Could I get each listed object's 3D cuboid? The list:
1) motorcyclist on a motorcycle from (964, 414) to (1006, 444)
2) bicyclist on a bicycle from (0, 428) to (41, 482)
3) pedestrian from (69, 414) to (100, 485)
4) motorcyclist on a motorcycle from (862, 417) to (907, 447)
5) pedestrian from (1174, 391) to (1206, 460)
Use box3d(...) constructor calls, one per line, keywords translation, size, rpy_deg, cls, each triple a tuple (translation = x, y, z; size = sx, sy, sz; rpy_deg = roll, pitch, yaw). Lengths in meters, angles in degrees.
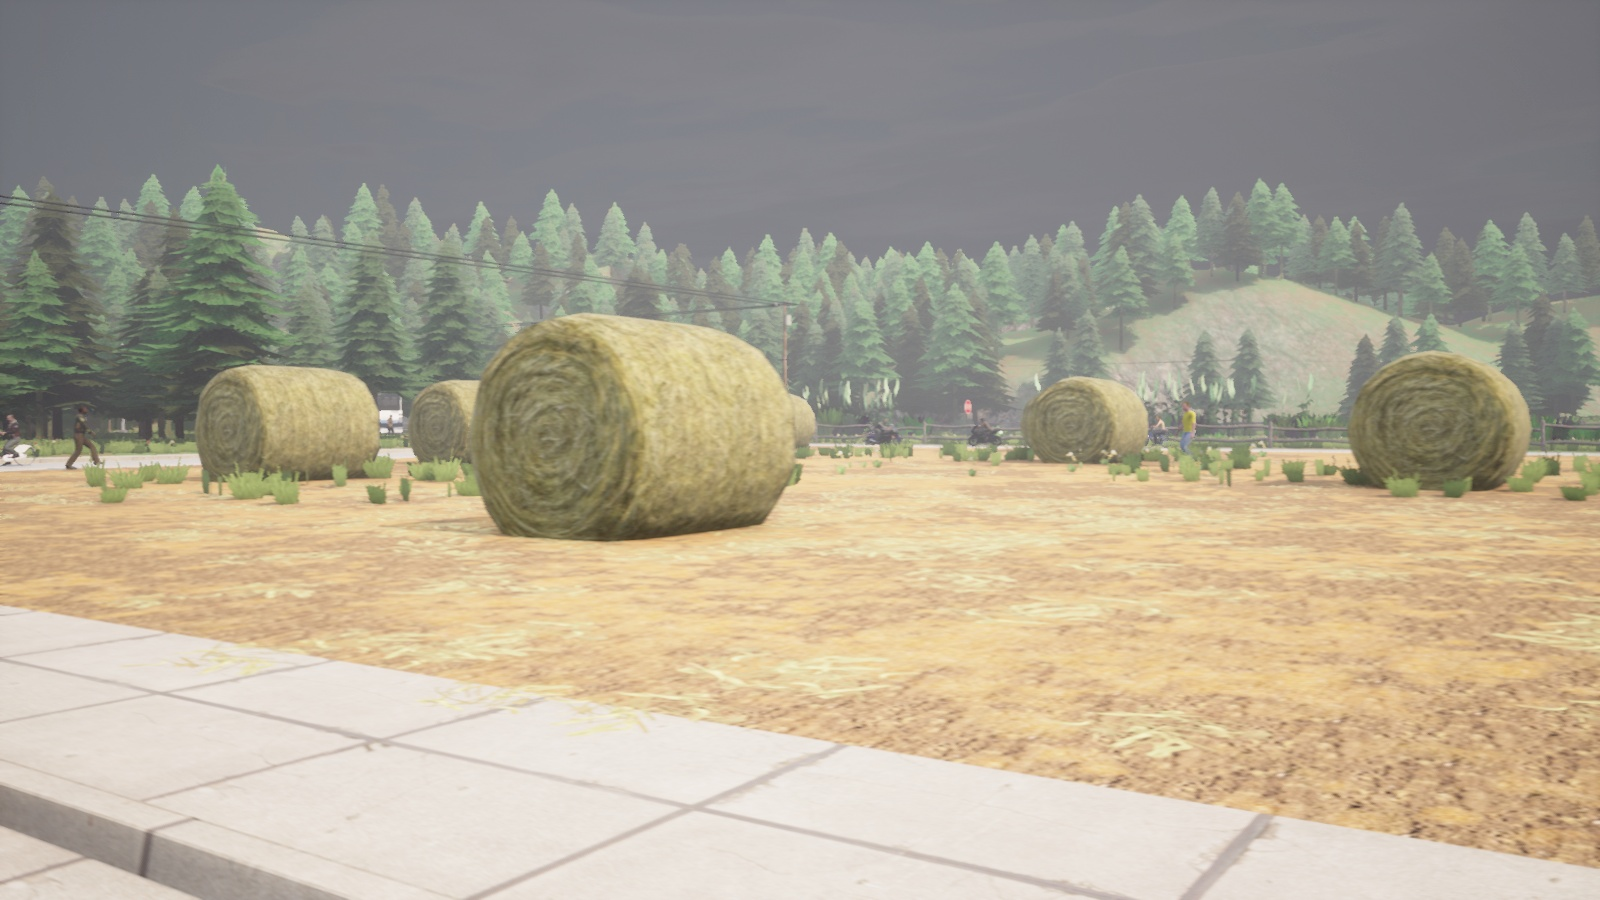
box3d(translation=(9.717, -1.093, 65.944), size=(2.044, 1.523, 0.797), rpy_deg=(0, 2, 37), cls="motorcyclist on a motorcycle")
box3d(translation=(-26.631, 0.180, 42.123), size=(0.659, 1.776, 1.843), rpy_deg=(0, 1, 35), cls="bicyclist on a bicycle")
box3d(translation=(-19.829, -0.022, 34.807), size=(0.692, 1.930, 0.395), rpy_deg=(-2, 2, -30), cls="pedestrian")
box3d(translation=(4.421, -0.919, 65.596), size=(2.191, 1.530, 0.866), rpy_deg=(0, 2, 37), cls="motorcyclist on a motorcycle")
box3d(translation=(10.532, -0.653, 33.921), size=(0.706, 1.836, 0.354), rpy_deg=(-2, 1, -13), cls="pedestrian")
